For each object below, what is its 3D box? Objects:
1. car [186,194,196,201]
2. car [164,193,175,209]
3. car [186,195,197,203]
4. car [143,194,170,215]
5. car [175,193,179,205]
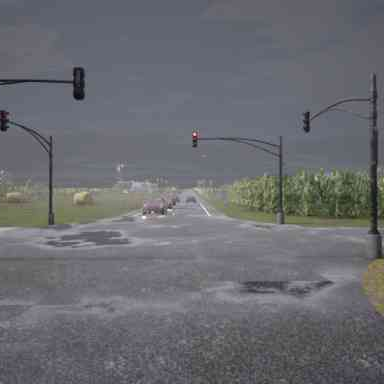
[{"bbox_3d":[-0.198,1.330,76.444,2.128,1.511,4.902,0,0,0],"label":"car"},{"bbox_3d":[-3.712,1.310,44.006,2.097,1.767,4.553,0,0,0],"label":"car"},{"bbox_3d":[-0.120,1.410,66.140,1.837,1.490,4.892,0,0,0],"label":"car"},{"bbox_3d":[-3.718,1.325,33.910,2.097,1.767,4.553,0,0,0],"label":"car"},{"bbox_3d":[-3.730,1.158,54.218,2.150,2.045,5.566,0,0,0],"label":"car"}]
